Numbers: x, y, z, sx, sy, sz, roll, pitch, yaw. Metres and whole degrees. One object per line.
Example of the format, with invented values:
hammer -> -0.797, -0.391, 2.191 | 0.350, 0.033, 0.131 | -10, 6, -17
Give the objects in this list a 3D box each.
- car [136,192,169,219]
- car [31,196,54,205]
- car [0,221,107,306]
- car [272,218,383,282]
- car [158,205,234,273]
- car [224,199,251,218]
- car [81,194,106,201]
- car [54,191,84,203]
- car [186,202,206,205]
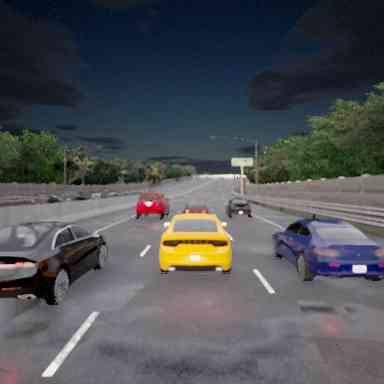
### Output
car -> -3.154, 1.053, 27.311 | 2.150, 2.045, 5.566 | 0, 0, 1
car -> -20.279, 1.266, 46.389 | 2.033, 1.411, 5.357 | 0, 0, 2
car -> -3.421, 1.436, 7.888 | 2.128, 1.511, 4.902 | 0, 0, 1
car -> 3.598, 1.459, 9.405 | 1.812, 1.442, 4.674 | 0, 0, 0
car -> 0.108, 1.404, 10.442 | 1.882, 1.535, 5.008 | 0, 1, 1
car -> 3.870, 1.332, 28.331 | 1.837, 1.490, 4.892 | 0, 0, 1
car -> -13.279, 1.228, 46.325 | 1.837, 1.490, 4.892 | 0, 0, 2
car -> -16.760, 0.942, 46.797 | 2.150, 2.045, 5.566 | 0, 0, 2
car -> 0.334, 1.436, 26.789 | 1.895, 1.301, 4.718 | 0, 0, 1
